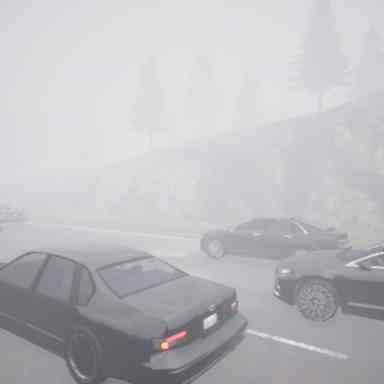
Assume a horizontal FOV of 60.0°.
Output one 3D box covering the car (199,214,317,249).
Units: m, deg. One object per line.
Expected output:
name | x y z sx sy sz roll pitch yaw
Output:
car | 2.503 1.497 10.847 4.892 1.490 1.837 0 0 35

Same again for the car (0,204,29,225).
car | -12.869 1.469 21.844 5.357 1.411 2.033 0 0 36

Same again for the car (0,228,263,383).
car | -1.830 1.533 5.315 5.357 1.411 2.033 0 0 36

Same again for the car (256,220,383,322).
car | 3.855 1.496 5.609 4.902 1.511 2.128 0 0 35

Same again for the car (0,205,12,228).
car | -11.393 1.483 16.476 5.357 1.411 2.033 0 0 36
